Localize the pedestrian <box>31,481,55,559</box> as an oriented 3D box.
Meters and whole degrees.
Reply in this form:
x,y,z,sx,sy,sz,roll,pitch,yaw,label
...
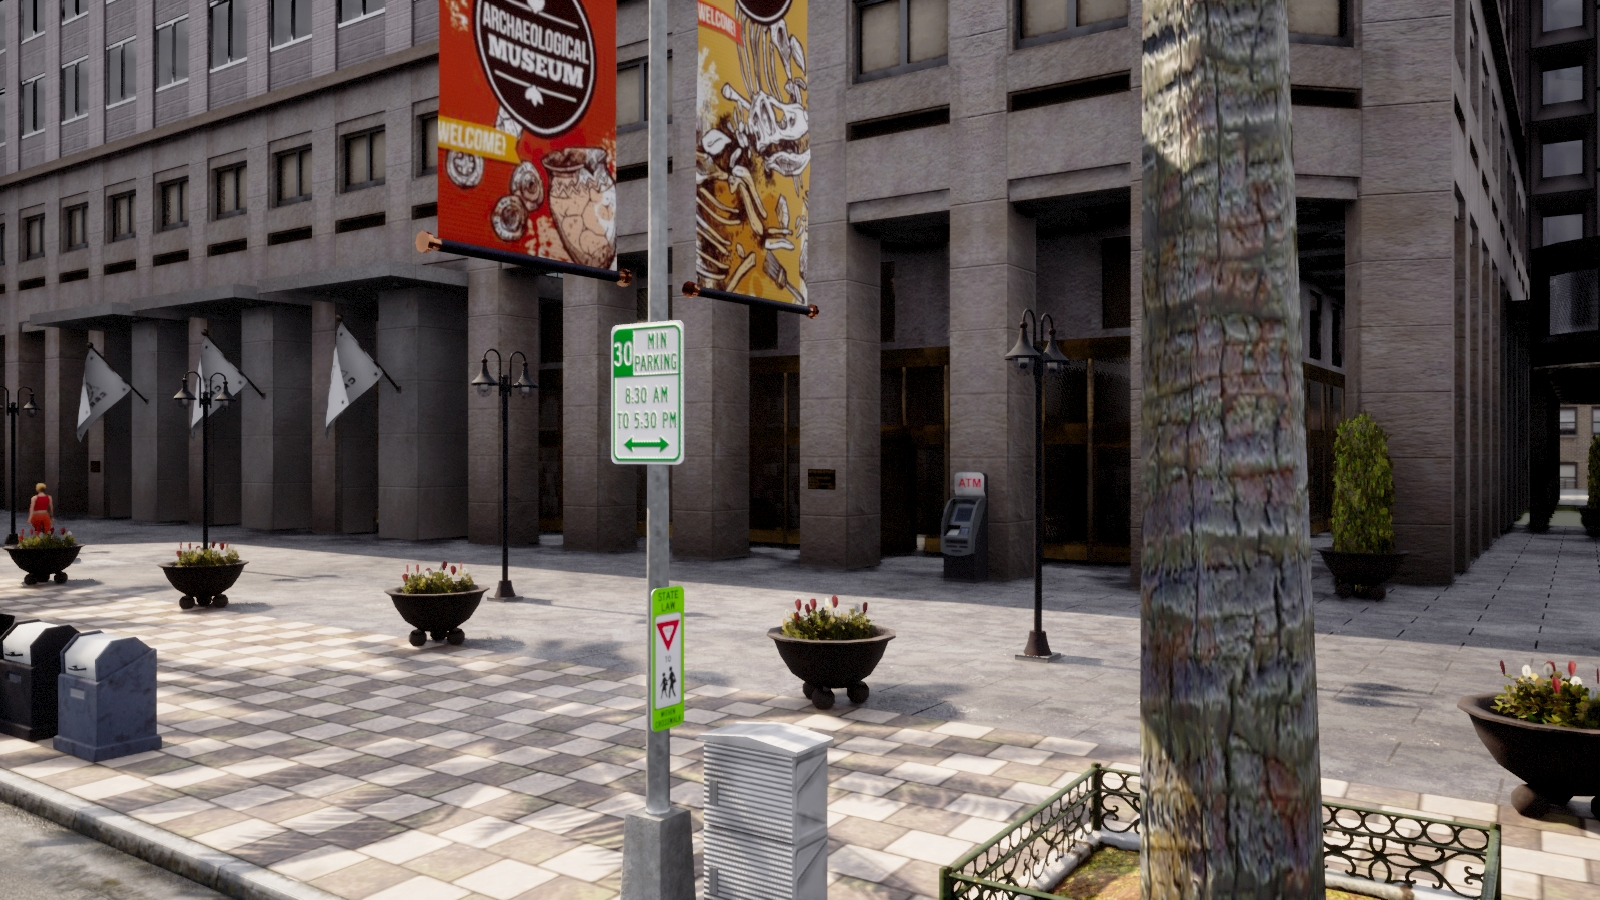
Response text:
x,y,z,sx,sy,sz,roll,pitch,yaw,label
-18.490,1.704,27.905,0.375,1.860,0.375,0,0,38,pedestrian
